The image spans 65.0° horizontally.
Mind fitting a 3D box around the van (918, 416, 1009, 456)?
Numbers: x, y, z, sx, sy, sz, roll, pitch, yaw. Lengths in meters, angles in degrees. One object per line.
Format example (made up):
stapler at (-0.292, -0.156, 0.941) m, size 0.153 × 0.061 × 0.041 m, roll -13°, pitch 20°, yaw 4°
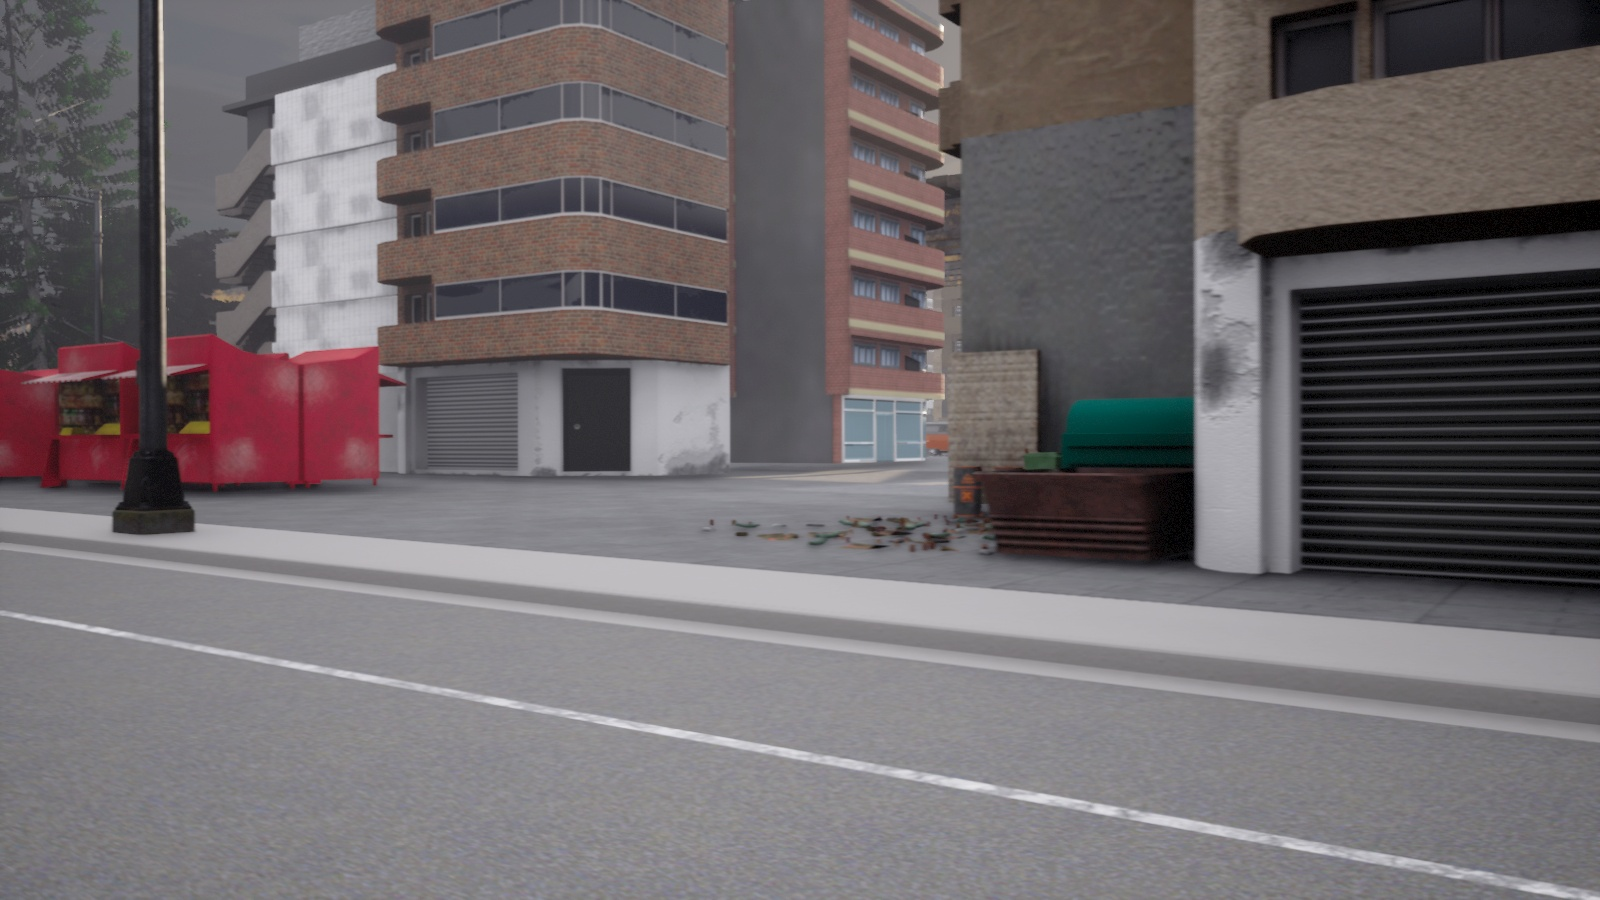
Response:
van at (8.624, -0.709, 66.371) m, size 4.442 × 1.987 × 1.775 m, roll -1°, pitch 0°, yaw 34°
